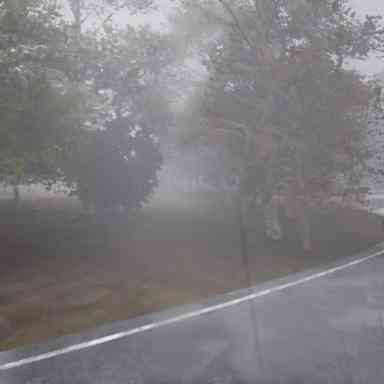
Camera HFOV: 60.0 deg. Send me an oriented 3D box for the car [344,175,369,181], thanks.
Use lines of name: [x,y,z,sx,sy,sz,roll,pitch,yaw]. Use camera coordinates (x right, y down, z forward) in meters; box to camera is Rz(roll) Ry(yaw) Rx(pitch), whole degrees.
car: [34.220,-3.069,69.431,5.008,1.535,1.882,-3,3,-2]

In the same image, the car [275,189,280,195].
car: [12.498,-0.360,47.758,1.812,1.442,4.674,-4,3,2]
